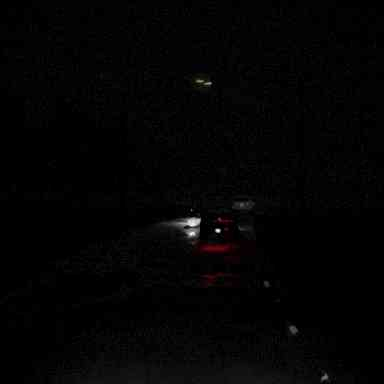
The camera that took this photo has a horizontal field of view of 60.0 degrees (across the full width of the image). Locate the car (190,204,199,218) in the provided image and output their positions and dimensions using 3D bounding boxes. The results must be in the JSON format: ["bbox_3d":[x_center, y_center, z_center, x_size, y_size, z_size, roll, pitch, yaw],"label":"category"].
[{"bbox_3d":[1.169,1.782,32.677,1.895,1.301,4.718,0,-1,14],"label":"car"}]

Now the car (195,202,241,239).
[{"bbox_3d":[1.499,1.507,17.465,1.837,1.490,4.892,0,0,8],"label":"car"}]

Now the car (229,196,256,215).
[{"bbox_3d":[6.163,1.514,38.688,2.150,2.045,5.566,0,-1,16],"label":"car"}]

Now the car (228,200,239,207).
[{"bbox_3d":[9.025,2.494,73.245,1.882,1.535,5.008,0,-1,1],"label":"car"}]
